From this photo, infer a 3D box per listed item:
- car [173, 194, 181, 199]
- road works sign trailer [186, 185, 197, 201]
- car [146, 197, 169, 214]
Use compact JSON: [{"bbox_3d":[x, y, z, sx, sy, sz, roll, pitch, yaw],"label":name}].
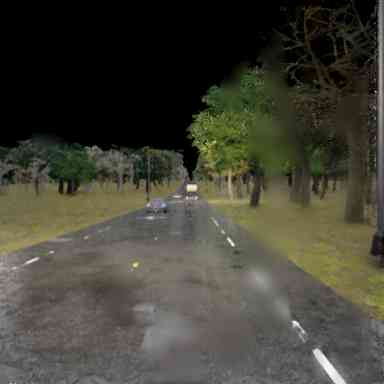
[{"bbox_3d":[-3.498,1.021,77.344,1.895,1.301,4.718,0,1,0],"label":"car"},{"bbox_3d":[0.002,0.135,74.587,2.380,3.560,2.880,0,1,0],"label":"road works sign trailer"},{"bbox_3d":[-3.590,1.329,35.361,2.097,1.767,4.553,0,0,0],"label":"car"}]
